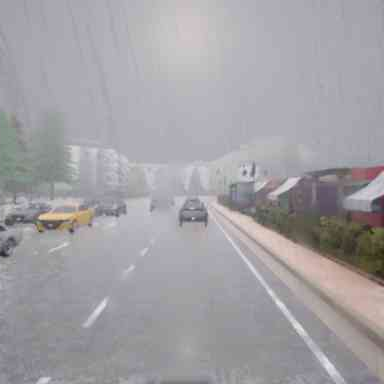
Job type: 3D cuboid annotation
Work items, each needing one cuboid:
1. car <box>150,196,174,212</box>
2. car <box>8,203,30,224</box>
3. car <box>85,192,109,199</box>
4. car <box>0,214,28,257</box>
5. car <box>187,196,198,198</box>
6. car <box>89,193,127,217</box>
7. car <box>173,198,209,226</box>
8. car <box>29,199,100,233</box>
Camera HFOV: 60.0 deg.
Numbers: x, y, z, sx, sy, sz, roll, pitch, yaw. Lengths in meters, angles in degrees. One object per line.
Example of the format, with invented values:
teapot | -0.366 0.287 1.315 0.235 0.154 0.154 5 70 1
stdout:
car | -3.416 1.321 36.108 2.128 1.511 4.902 0 0 0
car | -10.596 1.459 22.333 1.994 1.385 4.181 0 0 0
car | -10.568 1.043 37.524 2.150 2.045 5.566 0 0 1
car | -7.093 1.558 9.938 1.895 1.301 4.718 0 0 0
car | 0.082 1.299 43.194 1.837 1.490 4.892 0 0 0
car | -7.084 1.214 29.117 2.097 1.767 4.553 0 0 0
car | 0.093 1.389 22.429 2.128 1.511 4.902 0 0 0
car | -7.091 1.389 19.174 1.882 1.535 5.008 0 0 0
